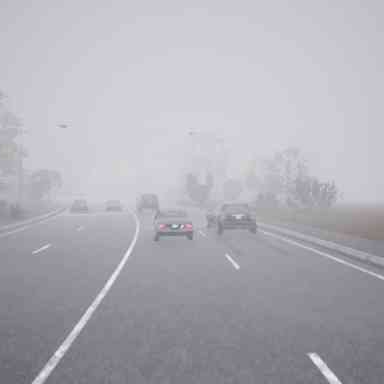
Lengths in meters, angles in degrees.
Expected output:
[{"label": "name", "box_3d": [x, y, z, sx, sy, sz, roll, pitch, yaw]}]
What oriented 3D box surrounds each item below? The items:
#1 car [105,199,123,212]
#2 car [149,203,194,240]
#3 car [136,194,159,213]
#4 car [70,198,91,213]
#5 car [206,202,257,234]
[{"label": "car", "box_3d": [-9.080, 1.540, 38.408, 2.033, 1.411, 5.357, 0, 0, -15]}, {"label": "car", "box_3d": [-1.052, 1.541, 17.035, 2.033, 1.411, 5.357, 0, 0, -7]}, {"label": "car", "box_3d": [-5.109, 1.212, 37.818, 2.150, 2.045, 5.566, 0, 0, -15]}, {"label": "car", "box_3d": [-12.271, 1.502, 36.661, 1.837, 1.490, 4.892, 0, 0, -15]}, {"label": "car", "box_3d": [2.125, 1.339, 19.287, 2.097, 1.767, 4.553, 0, 0, -7]}]
